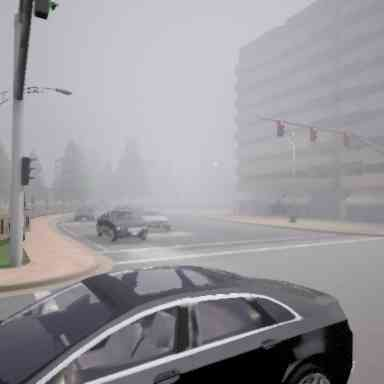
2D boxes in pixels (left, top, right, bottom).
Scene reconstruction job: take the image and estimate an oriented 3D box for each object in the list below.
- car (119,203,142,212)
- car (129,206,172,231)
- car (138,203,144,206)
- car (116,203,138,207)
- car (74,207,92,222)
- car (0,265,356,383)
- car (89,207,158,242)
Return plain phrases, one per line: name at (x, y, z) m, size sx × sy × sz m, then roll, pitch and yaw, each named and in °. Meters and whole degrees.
car at (-10.353, 2.616, 56.675) m, size 1.837 × 1.490 × 4.892 m, roll 0°, pitch -2°, yaw 16°
car at (-3.055, 1.982, 24.154) m, size 1.812 × 1.442 × 4.674 m, roll 1°, pitch -1°, yaw -27°
car at (-8.222, 2.445, 49.471) m, size 1.882 × 1.535 × 5.008 m, roll 0°, pitch -1°, yaw 8°
car at (-6.997, 2.124, 33.645) m, size 2.128 × 1.511 × 4.902 m, roll 1°, pitch -1°, yaw -15°
car at (-10.421, 2.130, 32.459) m, size 2.033 × 1.411 × 5.357 m, roll 1°, pitch -1°, yaw -16°
car at (-0.581, 1.554, 3.091) m, size 4.902 × 1.511 × 2.128 m, roll 1°, pitch -1°, yaw -31°
car at (-3.962, 1.818, 18.488) m, size 2.128 × 1.511 × 4.902 m, roll 1°, pitch -1°, yaw -28°
